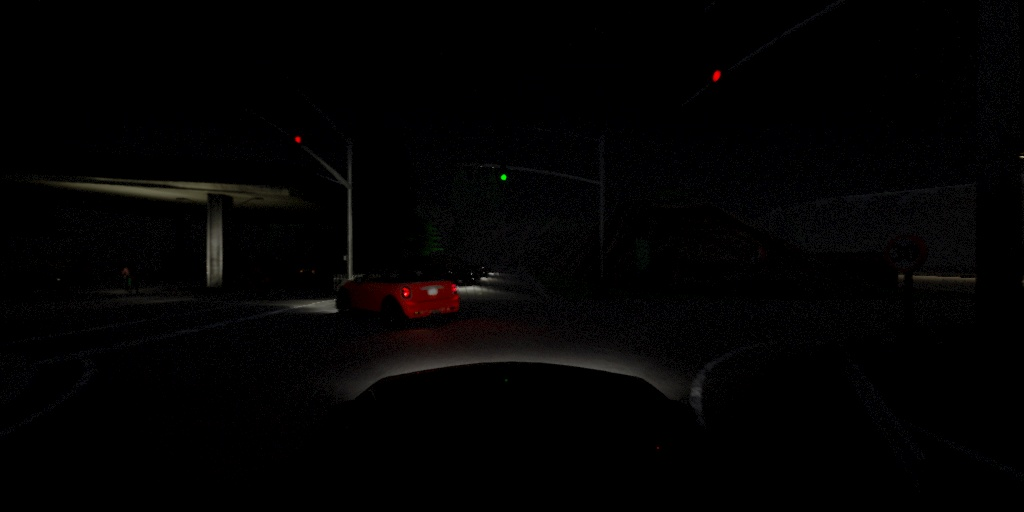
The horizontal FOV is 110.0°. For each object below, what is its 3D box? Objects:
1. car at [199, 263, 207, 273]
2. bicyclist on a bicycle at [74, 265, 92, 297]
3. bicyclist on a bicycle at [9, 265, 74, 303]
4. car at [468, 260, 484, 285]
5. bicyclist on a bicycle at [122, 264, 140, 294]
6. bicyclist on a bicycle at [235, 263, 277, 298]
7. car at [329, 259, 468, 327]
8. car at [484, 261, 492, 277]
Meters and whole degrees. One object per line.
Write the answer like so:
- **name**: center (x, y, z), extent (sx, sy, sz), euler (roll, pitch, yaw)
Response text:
- **car**: center (-37.421, 1.455, 45.154), extent (1.994, 1.385, 4.181), euler (0, 0, 0)
- **bicyclist on a bicycle**: center (-21.317, 1.245, 17.343), extent (0.582, 1.620, 1.656), euler (0, -1, 2)
- **bicyclist on a bicycle**: center (-20.567, 1.203, 15.595), extent (1.656, 1.620, 0.582), euler (1, -1, -30)
- **car**: center (-3.592, 1.185, 27.291), extent (2.097, 1.767, 4.553), euler (0, 0, 0)
- **bicyclist on a bicycle**: center (-20.586, 1.260, 19.325), extent (1.656, 1.620, 0.582), euler (-1, 0, 39)
- **bicyclist on a bicycle**: center (-11.770, 1.145, 16.510), extent (1.656, 1.620, 0.582), euler (1, -3, -19)
- **car**: center (-3.756, 1.029, 11.439), extent (4.553, 1.767, 2.097), euler (0, 0, 43)
- **car**: center (-3.589, 1.218, 37.336), extent (2.097, 1.767, 4.553), euler (0, 0, 0)
